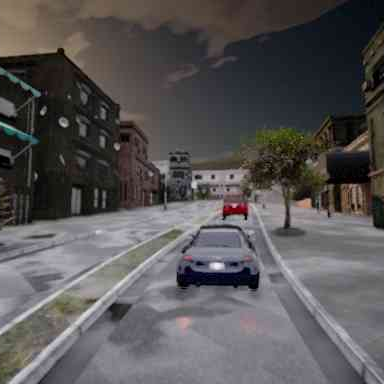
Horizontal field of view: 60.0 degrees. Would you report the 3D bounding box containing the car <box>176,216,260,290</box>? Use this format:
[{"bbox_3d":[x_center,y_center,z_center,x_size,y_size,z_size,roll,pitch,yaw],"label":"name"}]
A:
[{"bbox_3d":[0.780,1.598,9.297,1.994,1.385,4.181,-1,0,7],"label":"car"}]

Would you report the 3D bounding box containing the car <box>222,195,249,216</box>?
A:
[{"bbox_3d":[3.934,1.293,29.948,2.150,2.045,5.566,-1,0,10],"label":"car"}]
